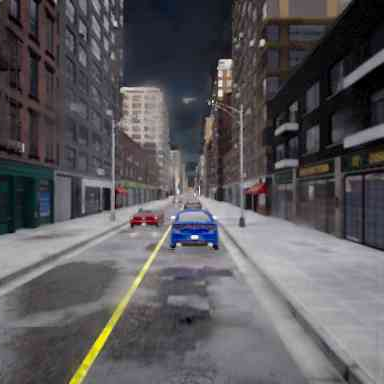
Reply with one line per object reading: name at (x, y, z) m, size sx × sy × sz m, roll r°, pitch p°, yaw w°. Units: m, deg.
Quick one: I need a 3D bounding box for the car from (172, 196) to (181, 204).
car at (-2.790, 1.557, 63.195) m, size 2.128 × 1.511 × 4.902 m, roll 0°, pitch 0°, yaw 1°

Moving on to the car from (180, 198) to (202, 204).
car at (0.094, 1.517, 35.404) m, size 2.128 × 1.511 × 4.902 m, roll 0°, pitch 0°, yaw 0°

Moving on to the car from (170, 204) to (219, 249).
car at (0.097, 1.486, 14.551) m, size 1.882 × 1.535 × 5.008 m, roll 0°, pitch 0°, yaw 0°

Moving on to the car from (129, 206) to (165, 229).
car at (-2.854, 1.614, 21.889) m, size 1.895 × 1.301 × 4.718 m, roll 0°, pitch 0°, yaw 0°
